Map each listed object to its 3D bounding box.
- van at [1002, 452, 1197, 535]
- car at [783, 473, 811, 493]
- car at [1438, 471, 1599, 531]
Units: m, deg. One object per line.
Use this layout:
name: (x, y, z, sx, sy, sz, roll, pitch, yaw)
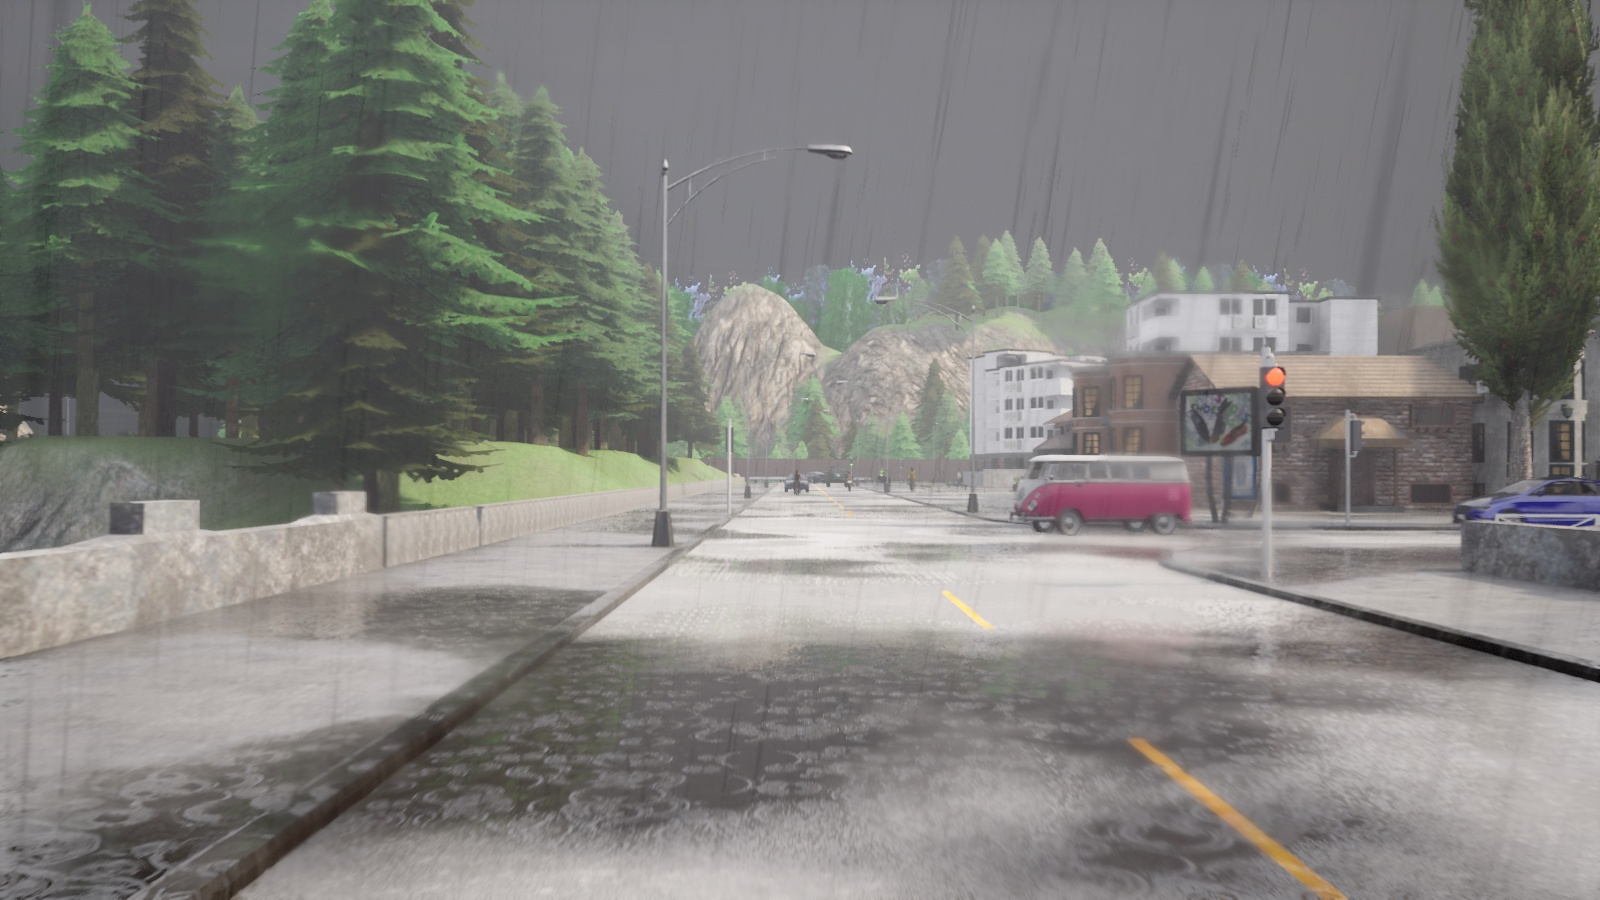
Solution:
van: (7.531, 1.066, 31.664, 4.442, 1.987, 1.775, 0, -1, -14)
car: (-0.216, 2.426, 93.362, 2.033, 1.411, 5.357, 0, -1, 0)
car: (19.042, 1.295, 32.427, 4.193, 1.474, 1.816, 0, -1, 0)
